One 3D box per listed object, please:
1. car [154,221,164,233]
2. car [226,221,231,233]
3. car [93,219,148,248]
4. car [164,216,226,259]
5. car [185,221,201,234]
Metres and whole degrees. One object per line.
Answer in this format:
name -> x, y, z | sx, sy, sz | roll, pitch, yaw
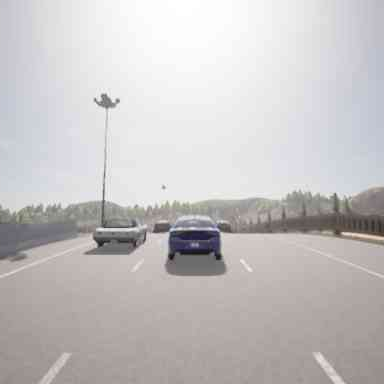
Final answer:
car -> -3.398, 4.185, 39.754 | 1.882, 1.535, 5.008 | 0, -8, 0
car -> 3.600, 4.237, 39.932 | 1.837, 1.490, 4.892 | 0, -7, 0
car -> -3.400, 1.983, 16.743 | 1.895, 1.301, 4.718 | 0, -3, 0
car -> 0.100, 1.705, 13.486 | 1.882, 1.535, 5.008 | 0, -2, 0
car -> 0.097, 4.255, 39.920 | 1.812, 1.442, 4.674 | 0, -7, 0
